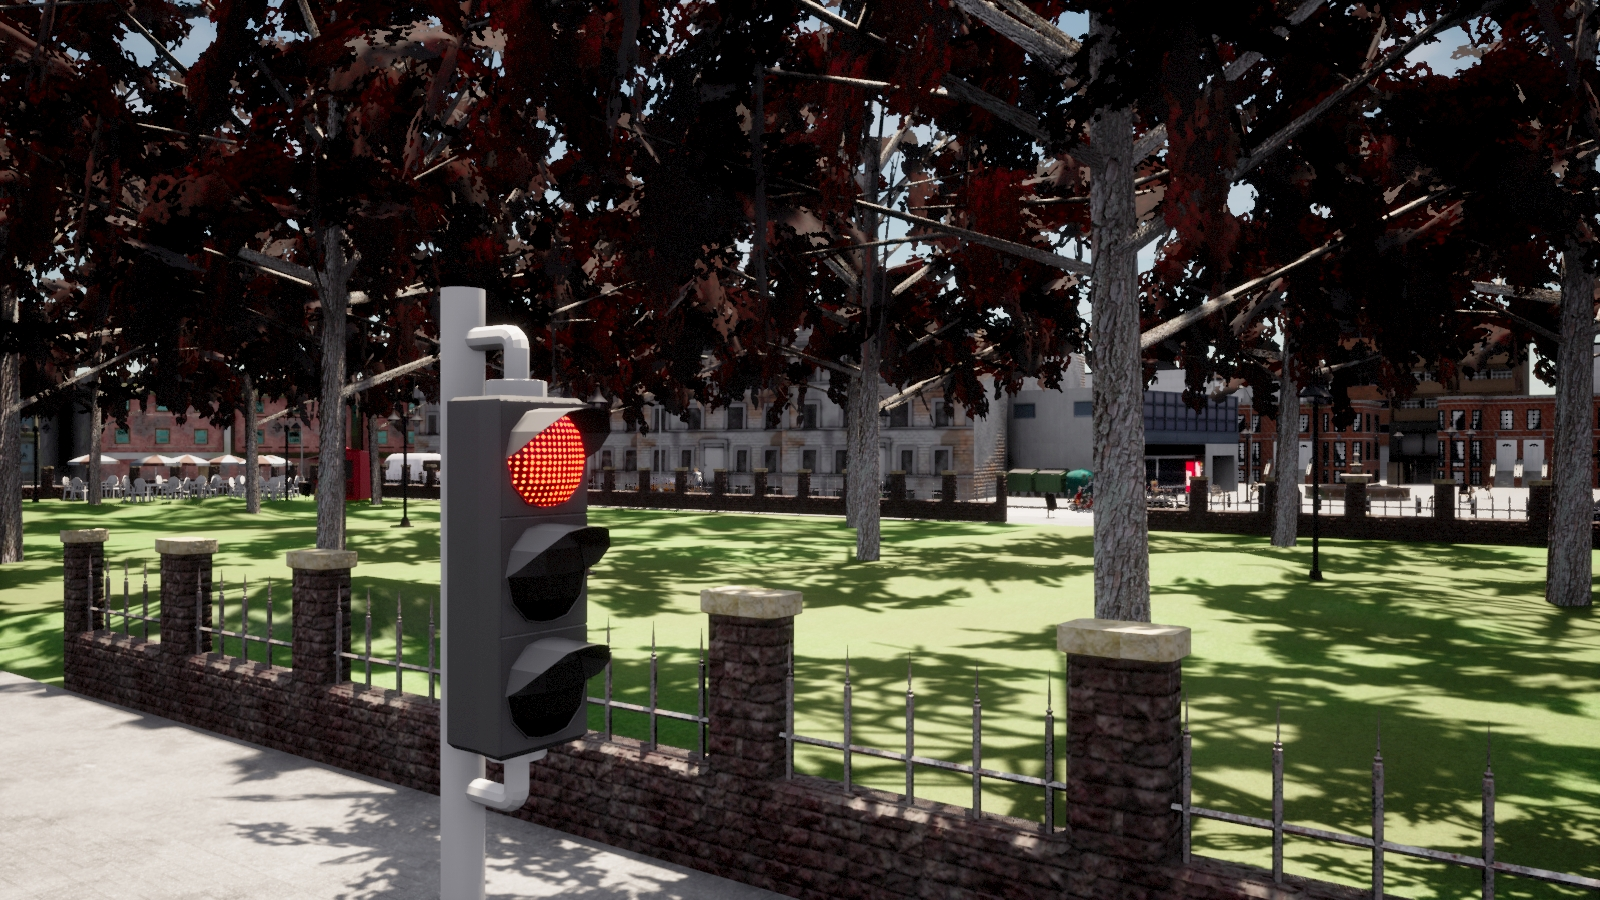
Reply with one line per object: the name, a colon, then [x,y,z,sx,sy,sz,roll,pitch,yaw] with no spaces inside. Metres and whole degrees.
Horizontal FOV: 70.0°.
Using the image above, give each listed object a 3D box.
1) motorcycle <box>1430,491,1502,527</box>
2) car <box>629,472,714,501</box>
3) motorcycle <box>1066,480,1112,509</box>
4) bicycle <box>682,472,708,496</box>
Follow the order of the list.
motorcycle: [22.691,1.994,38.923,2.033,1.145,0.803,-1,0,36]
car: [-6.801,1.898,60.371,4.181,1.385,1.994,0,0,36]
motorcycle: [12.873,1.962,50.978,1.805,1.236,0.856,0,0,36]
bicycle: [-5.969,1.936,64.705,1.643,1.296,0.373,0,0,36]
